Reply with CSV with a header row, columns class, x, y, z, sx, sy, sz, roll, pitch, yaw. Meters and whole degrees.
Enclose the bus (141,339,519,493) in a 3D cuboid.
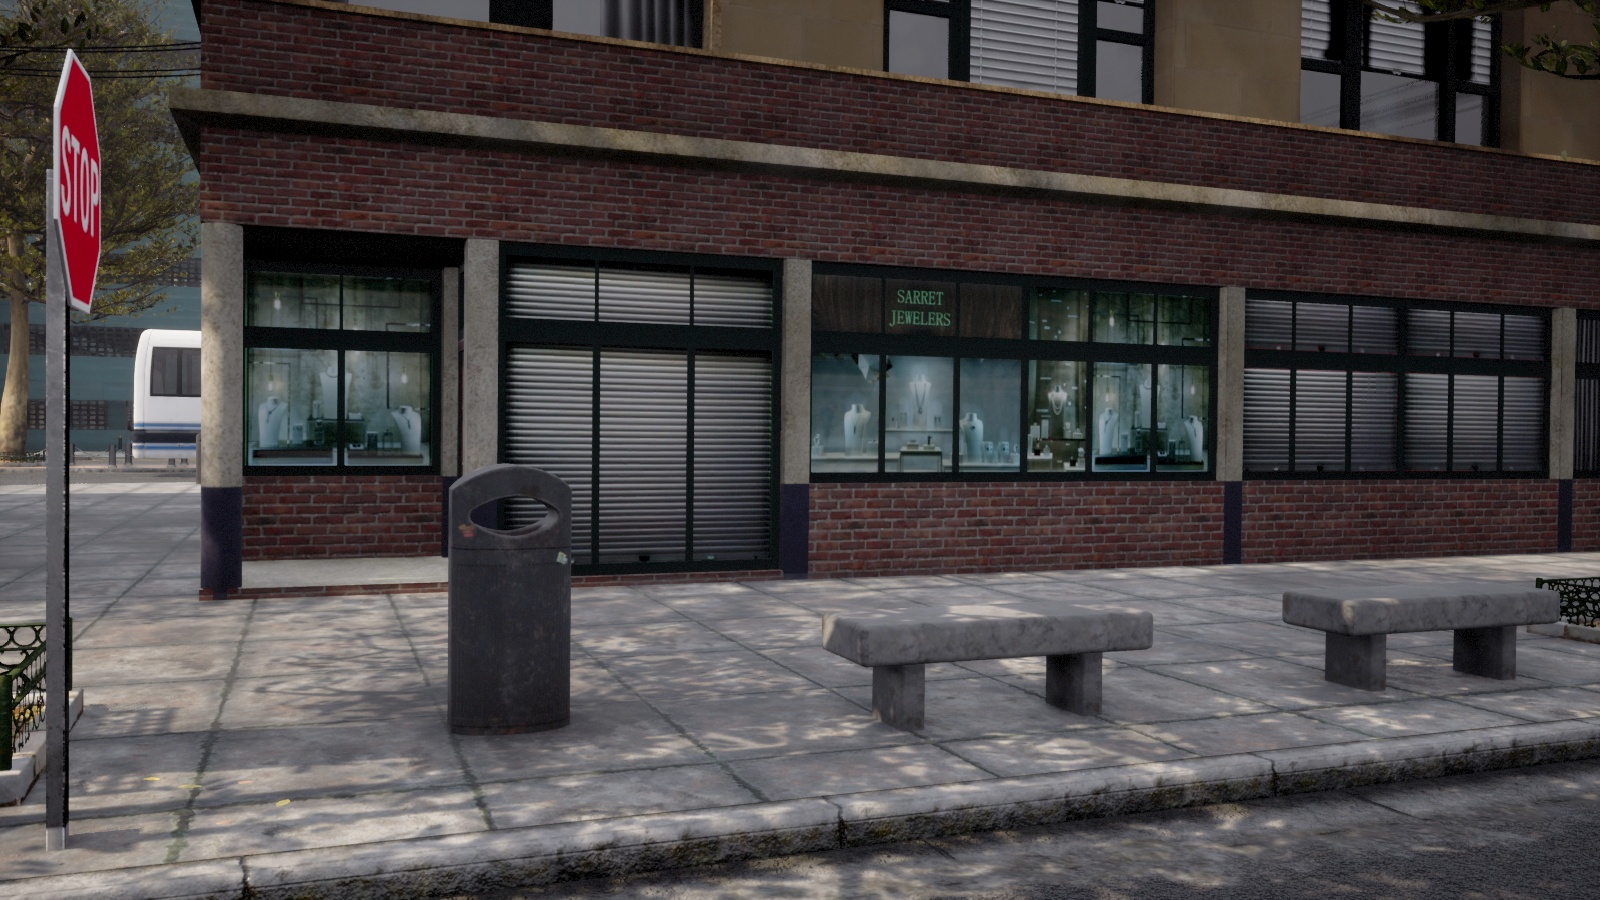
class,x,y,z,sx,sy,sz,roll,pitch,yaw
bus,-14.137,-1.052,38.468,10.273,4.253,3.944,-1,1,-21
